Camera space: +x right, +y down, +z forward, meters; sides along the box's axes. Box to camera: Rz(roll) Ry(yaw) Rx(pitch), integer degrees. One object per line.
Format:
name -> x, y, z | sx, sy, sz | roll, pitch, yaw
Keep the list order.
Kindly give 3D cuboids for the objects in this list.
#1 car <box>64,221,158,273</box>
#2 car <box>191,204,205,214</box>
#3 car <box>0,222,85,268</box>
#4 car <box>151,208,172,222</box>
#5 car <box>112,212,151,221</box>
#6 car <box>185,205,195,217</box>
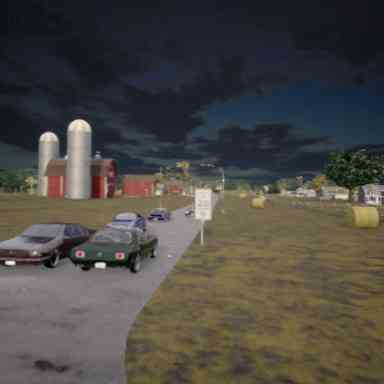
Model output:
car -> -2.511, 1.963, 12.042 | 1.895, 1.301, 4.718 | 1, -2, 5
car -> 1.004, 2.681, 52.906 | 1.895, 1.301, 4.718 | 1, -1, 5
car -> -5.303, 1.869, 12.815 | 2.033, 1.411, 5.357 | 1, -2, 5
car -> -3.392, 2.400, 34.935 | 1.895, 1.301, 4.718 | 1, -1, 5
car -> -4.424, 2.134, 23.047 | 1.812, 1.442, 4.674 | 1, -1, 5
car -> 0.208, 2.561, 43.004 | 1.895, 1.301, 4.718 | 1, -1, 5
